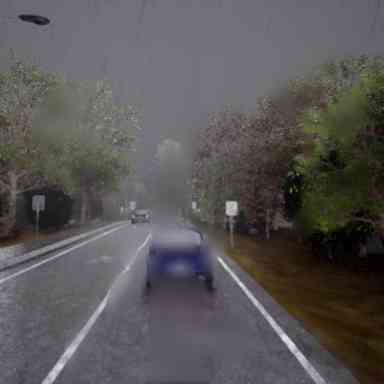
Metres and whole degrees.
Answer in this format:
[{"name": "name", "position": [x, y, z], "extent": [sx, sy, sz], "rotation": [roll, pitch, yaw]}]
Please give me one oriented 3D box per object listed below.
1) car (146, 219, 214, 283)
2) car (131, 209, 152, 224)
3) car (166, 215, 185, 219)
[{"name": "car", "position": [-0.422, 1.911, 11.142], "extent": [1.882, 1.535, 5.008], "rotation": [0, -2, -3]}, {"name": "car", "position": [-5.705, 2.753, 38.171], "extent": [2.097, 1.767, 4.553], "rotation": [0, -3, -3]}, {"name": "car", "position": [-1.279, 2.470, 25.436], "extent": [2.033, 1.411, 5.357], "rotation": [0, -2, -3]}]
